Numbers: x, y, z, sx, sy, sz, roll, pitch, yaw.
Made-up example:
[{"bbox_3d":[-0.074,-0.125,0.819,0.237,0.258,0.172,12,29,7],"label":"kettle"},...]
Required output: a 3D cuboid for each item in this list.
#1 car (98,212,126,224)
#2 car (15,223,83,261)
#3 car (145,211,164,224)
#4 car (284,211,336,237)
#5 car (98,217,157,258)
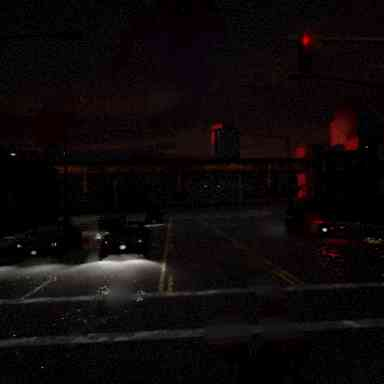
[{"bbox_3d":[-7.265,2.624,30.605,1.882,1.535,5.008,-2,-2,-3],"label":"car"},{"bbox_3d":[-6.413,2.196,15.477,1.812,1.442,4.674,-2,-2,-4],"label":"car"},{"bbox_3d":[-4.120,2.801,37.421,2.033,1.411,5.357,-2,-2,-3],"label":"car"},{"bbox_3d":[7.341,1.981,21.067,1.837,1.490,4.892,-1,-3,-3],"label":"car"},{"bbox_3d":[-2.925,2.131,15.579,1.994,1.385,4.181,-2,-2,-3],"label":"car"}]
